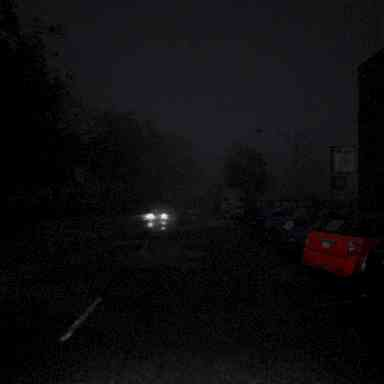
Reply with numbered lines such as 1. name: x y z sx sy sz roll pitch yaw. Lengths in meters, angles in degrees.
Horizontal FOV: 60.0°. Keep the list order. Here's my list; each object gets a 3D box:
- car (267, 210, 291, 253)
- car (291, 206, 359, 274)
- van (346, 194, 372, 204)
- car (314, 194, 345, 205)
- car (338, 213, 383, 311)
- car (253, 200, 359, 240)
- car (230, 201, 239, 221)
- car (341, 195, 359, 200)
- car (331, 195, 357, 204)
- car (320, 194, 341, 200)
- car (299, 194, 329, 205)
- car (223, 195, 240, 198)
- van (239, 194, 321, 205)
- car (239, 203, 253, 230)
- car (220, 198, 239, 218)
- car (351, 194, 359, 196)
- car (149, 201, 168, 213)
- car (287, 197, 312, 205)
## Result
1. car: 5.408 1.548 12.052 4.674 1.452 2.002 1 0 -20
2. car: 5.358 1.372 9.044 4.553 1.767 2.185 1 0 -20
3. van: 33.268 1.435 66.444 1.878 1.987 4.442 0 -1 -21
4. car: 27.291 1.417 66.188 2.435 2.045 5.566 1 -1 -21
5. car: 5.338 1.363 6.043 4.553 1.767 2.185 1 0 -20
6. car: 5.458 1.392 15.061 4.553 1.767 2.185 1 0 -20
7. car: 5.471 1.589 24.066 4.674 1.452 2.002 1 0 -20
8. car: 21.458 1.643 49.145 2.163 1.488 4.792 -1 1 -21
9. car: 30.287 1.539 66.304 2.185 1.767 4.553 1 -1 -21
10. car: 18.541 1.367 49.042 2.435 2.045 5.566 0 0 -21
11. car: 24.230 1.422 66.163 2.435 2.045 5.566 0 -1 -21
12. car: 5.513 1.329 33.101 5.566 2.045 2.435 1 0 -20
13. van: 5.565 1.314 21.109 4.442 1.987 1.878 1 0 -20
14. car: 5.432 1.528 18.064 5.008 1.535 2.097 1 0 -20
15. car: 5.300 1.554 27.008 5.366 1.575 1.946 1 0 -20
16. car: 24.423 1.357 49.215 2.435 2.045 5.566 -1 1 -21
17. car: -3.830 1.735 38.400 1.895 1.301 4.718 0 0 1
18. car: 21.207 1.708 66.091 2.163 1.488 4.792 0 -1 -21
